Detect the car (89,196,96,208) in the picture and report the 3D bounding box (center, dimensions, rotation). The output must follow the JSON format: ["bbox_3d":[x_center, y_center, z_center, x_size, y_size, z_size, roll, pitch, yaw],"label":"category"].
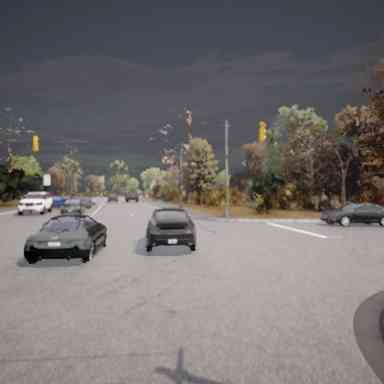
[{"bbox_3d":[-13.141,1.267,40.413,1.837,1.490,4.892,0,0,-13],"label":"car"}]

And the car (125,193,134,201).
[{"bbox_3d":[-13.574,1.061,72.202,1.837,1.490,4.892,0,0,-13],"label":"car"}]

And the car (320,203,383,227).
[{"bbox_3d":[11.031,1.497,22.217,4.892,1.490,1.837,1,0,-10],"label":"car"}]

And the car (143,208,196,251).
[{"bbox_3d":[-0.940,1.419,13.794,1.837,1.490,4.892,0,0,-6],"label":"car"}]

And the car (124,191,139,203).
[{"bbox_3d":[-11.146,0.902,62.122,2.150,2.045,5.566,0,0,-14],"label":"car"}]

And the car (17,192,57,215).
[{"bbox_3d":[-14.802,1.042,31.708,2.150,2.045,5.566,0,0,-12],"label":"car"}]

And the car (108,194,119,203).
[{"bbox_3d":[-14.539,1.196,61.269,1.837,1.490,4.892,0,0,-14],"label":"car"}]

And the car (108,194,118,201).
[{"bbox_3d":[-16.979,1.097,71.392,2.128,1.511,4.902,0,0,-13],"label":"car"}]

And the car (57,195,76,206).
[{"bbox_3d":[-19.402,1.274,51.620,2.033,1.411,5.357,0,0,-14],"label":"car"}]

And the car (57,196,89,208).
[{"bbox_3d":[-11.154,1.342,31.374,1.812,1.442,4.674,0,0,-12],"label":"car"}]

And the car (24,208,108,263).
[{"bbox_3d":[-4.248,1.497,11.810,1.994,1.385,4.181,0,0,-5],"label":"car"}]
